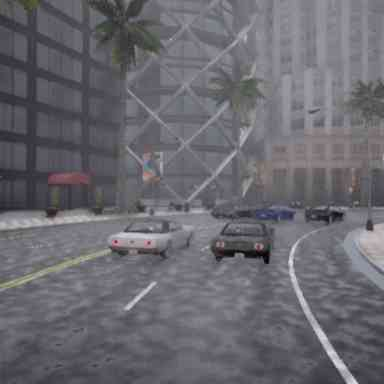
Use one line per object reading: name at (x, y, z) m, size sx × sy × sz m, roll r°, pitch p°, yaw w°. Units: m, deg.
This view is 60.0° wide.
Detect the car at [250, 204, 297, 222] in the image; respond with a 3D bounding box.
car at (7.363, 1.766, 28.776) m, size 1.882 × 1.535 × 5.008 m, roll -1°, pitch -1°, yaw 40°

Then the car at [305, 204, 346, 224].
car at (11.202, 1.768, 27.784) m, size 1.882 × 1.535 × 5.008 m, roll -1°, pitch -1°, yaw 43°

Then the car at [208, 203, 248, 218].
car at (3.892, 1.903, 35.327) m, size 4.181 × 1.385 × 1.994 m, roll 1°, pitch -1°, yaw -44°

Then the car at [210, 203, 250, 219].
car at (4.131, 1.845, 30.788) m, size 2.033 × 1.411 × 5.357 m, roll 0°, pitch -1°, yaw 40°

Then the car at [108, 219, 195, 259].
car at (-1.323, 1.720, 13.199) m, size 1.895 × 1.301 × 4.718 m, roll 0°, pitch -1°, yaw 16°

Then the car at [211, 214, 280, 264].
car at (2.129, 1.724, 12.521) m, size 1.895 × 1.301 × 4.718 m, roll 0°, pitch -1°, yaw 17°
